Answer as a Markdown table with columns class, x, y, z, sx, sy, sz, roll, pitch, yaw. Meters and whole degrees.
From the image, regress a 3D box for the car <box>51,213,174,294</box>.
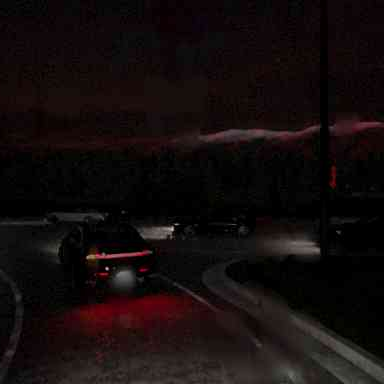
| class | x | y | z | sx | sy | sz | roll | pitch | yaw |
| --- | --- | --- | --- | --- | --- | --- | --- | --- | --- |
| car | -2.521 | 1.587 | 9.232 | 2.128 | 1.511 | 4.902 | 0 | -1 | -27 |

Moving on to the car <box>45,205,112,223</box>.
| class | x | y | z | sx | sy | sz | roll | pitch | yaw |
| --- | --- | --- | --- | --- | --- | --- | --- | --- | --- |
| car | -9.226 | 1.877 | 26.705 | 4.718 | 1.301 | 1.895 | 0 | -1 | 6 |

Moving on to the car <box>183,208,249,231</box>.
| class | x | y | z | sx | sy | sz | roll | pitch | yaw |
| --- | --- | --- | --- | --- | --- | --- | --- | --- | --- |
| car | 1.601 | 1.769 | 21.980 | 4.181 | 1.385 | 1.994 | 0 | -1 | 6 |

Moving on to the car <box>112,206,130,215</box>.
| class | x | y | z | sx | sy | sz | roll | pitch | yaw |
| --- | --- | --- | --- | --- | --- | --- | --- | --- | --- |
| car | -8.397 | 1.854 | 30.135 | 5.357 | 1.411 | 2.033 | 0 | -1 | 6 |

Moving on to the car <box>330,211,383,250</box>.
| class | x | y | z | sx | sy | sz | roll | pitch | yaw |
| --- | --- | --- | --- | --- | --- | --- | --- | --- | --- |
| car | 8.148 | 1.640 | 14.200 | 4.674 | 1.442 | 1.812 | 0 | -1 | 6 |

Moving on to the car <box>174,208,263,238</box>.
| class | x | y | z | sx | sy | sz | roll | pitch | yaw |
| --- | --- | --- | --- | --- | --- | --- | --- | --- | --- |
| car | 1.412 | 1.677 | 18.479 | 4.892 | 1.490 | 1.837 | 0 | -1 | 6 |
